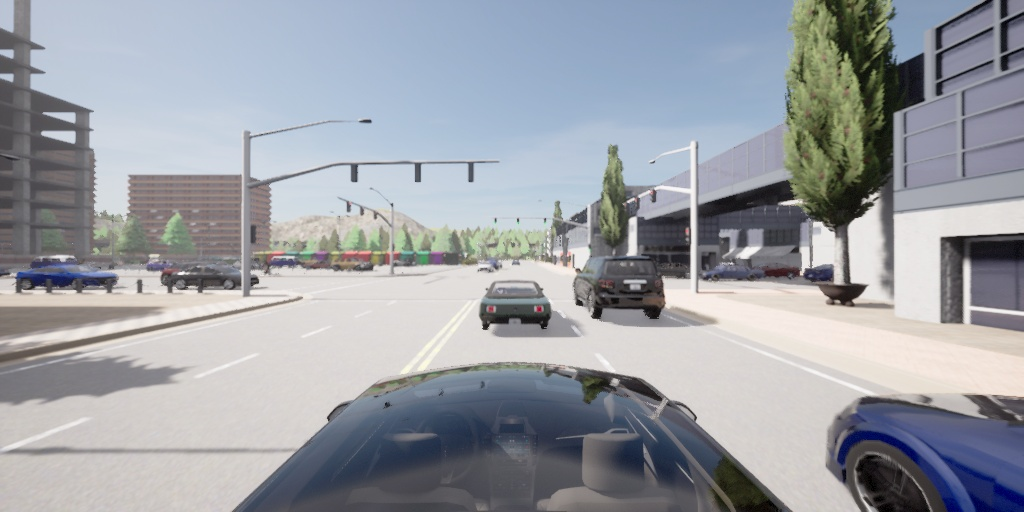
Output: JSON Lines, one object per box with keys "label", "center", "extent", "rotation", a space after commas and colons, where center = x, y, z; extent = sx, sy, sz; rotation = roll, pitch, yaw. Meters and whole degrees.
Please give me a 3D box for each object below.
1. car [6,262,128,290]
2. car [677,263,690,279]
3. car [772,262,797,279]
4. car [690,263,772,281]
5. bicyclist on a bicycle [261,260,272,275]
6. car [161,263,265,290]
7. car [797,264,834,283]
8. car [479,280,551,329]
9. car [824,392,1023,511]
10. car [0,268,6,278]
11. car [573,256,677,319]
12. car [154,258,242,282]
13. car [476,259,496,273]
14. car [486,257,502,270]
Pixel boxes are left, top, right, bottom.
{"label": "car", "center": [-27.969, 1.315, 22.652], "extent": [5.008, 1.535, 1.882], "rotation": [0, 0, 0]}
{"label": "car", "center": [14.862, 1.392, 34.095], "extent": [4.892, 1.490, 1.837], "rotation": [0, 0, 0]}
{"label": "car", "center": [24.349, 1.365, 34.048], "extent": [5.008, 1.535, 1.882], "rotation": [0, 0, 0]}
{"label": "car", "center": [18.565, 1.420, 30.577], "extent": [5.357, 1.411, 2.033], "rotation": [0, 0, 0]}
{"label": "bicyclist on a bicycle", "center": [-25.420, 1.201, 37.140], "extent": [0.582, 1.620, 1.656], "rotation": [0, 0, 0]}
{"label": "car", "center": [-18.688, 1.343, 22.668], "extent": [4.892, 1.490, 1.837], "rotation": [0, 0, 0]}
{"label": "car", "center": [24.821, 1.334, 26.844], "extent": [5.008, 1.535, 1.882], "rotation": [0, 0, 0]}
{"label": "car", "center": [0.072, 1.392, 11.356], "extent": [1.895, 1.301, 4.718], "rotation": [0, 0, 0]}
{"label": "car", "center": [3.600, 1.312, 1.238], "extent": [1.994, 1.385, 4.181], "rotation": [0, 0, 0]}
{"label": "car", "center": [-50.140, 1.429, 33.262], "extent": [5.357, 1.411, 2.033], "rotation": [0, 0, 1]}
{"label": "car", "center": [3.655, 1.019, 13.151], "extent": [2.150, 2.045, 5.566], "rotation": [0, 0, 1]}
{"label": "car", "center": [-22.643, 1.204, 26.163], "extent": [4.553, 1.767, 2.097], "rotation": [0, 0, 0]}
{"label": "car", "center": [-3.640, 1.474, 48.859], "extent": [1.812, 1.442, 4.674], "rotation": [0, 0, 3]}
{"label": "car", "center": [-3.407, 1.212, 58.705], "extent": [2.150, 2.045, 5.566], "rotation": [0, 0, 2]}
